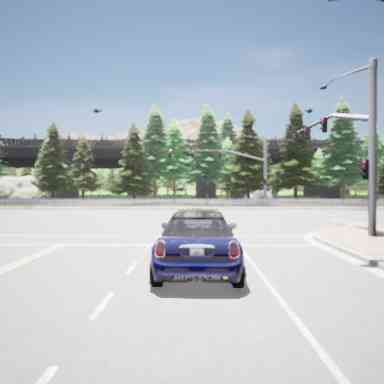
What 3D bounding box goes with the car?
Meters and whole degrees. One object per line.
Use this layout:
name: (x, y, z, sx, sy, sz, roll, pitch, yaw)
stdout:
car: (0.182, 1.252, 9.095, 2.097, 1.767, 4.553, 0, 1, 2)
